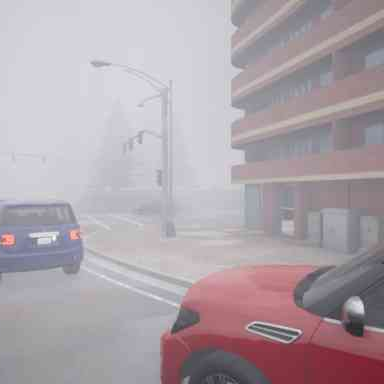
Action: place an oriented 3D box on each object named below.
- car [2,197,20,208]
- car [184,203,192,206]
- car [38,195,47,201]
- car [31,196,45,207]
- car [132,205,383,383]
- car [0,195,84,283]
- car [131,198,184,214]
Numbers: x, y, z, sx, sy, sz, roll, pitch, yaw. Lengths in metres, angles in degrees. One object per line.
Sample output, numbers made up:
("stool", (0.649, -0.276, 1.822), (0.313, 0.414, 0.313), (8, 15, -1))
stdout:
("car", (-26.638, 1.503, 49.036), (1.837, 1.490, 4.892), (0, 0, -23))
("car", (-2.591, 1.602, 36.515), (5.357, 1.411, 2.033), (0, 0, -22))
("car", (-37.097, 1.537, 82.537), (2.033, 1.411, 5.357), (0, 0, -23))
("car", (-24.359, 1.475, 52.633), (1.882, 1.535, 5.008), (0, 0, -23))
("car", (2.322, 1.221, 2.472), (5.566, 2.045, 2.150), (0, 0, 36))
("car", (-4.965, 1.221, 9.841), (2.150, 2.045, 5.566), (0, 0, -36))
("car", (-3.555, 1.407, 32.328), (4.553, 1.767, 2.097), (0, 0, -22))
